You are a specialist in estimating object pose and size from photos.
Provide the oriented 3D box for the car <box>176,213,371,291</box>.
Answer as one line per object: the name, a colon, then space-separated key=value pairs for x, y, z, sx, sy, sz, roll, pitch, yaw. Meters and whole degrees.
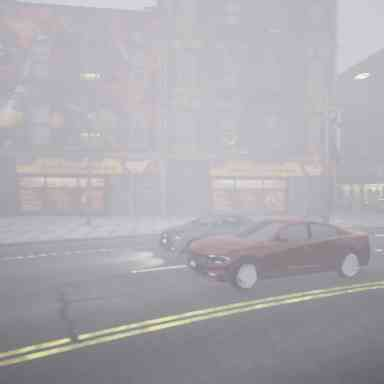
car: x=2.336 y=1.408 z=8.729 sx=5.008 sy=1.535 sz=1.882 roll=0 pitch=0 yaw=-22

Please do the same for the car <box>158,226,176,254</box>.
car: x=0.935 y=1.456 z=11.848 sx=4.181 sy=1.385 sz=1.994 roll=0 pitch=0 yaw=-23
